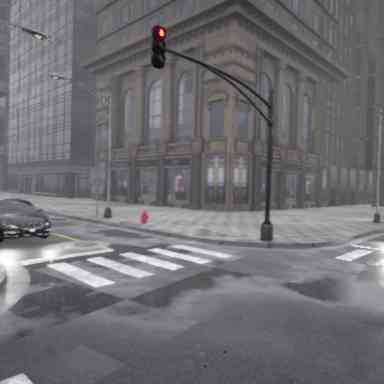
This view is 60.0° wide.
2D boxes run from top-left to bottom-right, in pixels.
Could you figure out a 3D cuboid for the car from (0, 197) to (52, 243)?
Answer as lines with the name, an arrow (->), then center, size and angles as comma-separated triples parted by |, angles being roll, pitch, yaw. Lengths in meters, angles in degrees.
car -> -7.366, 1.019, 13.414 | 4.892, 1.490, 1.837 | 3, 1, 44
